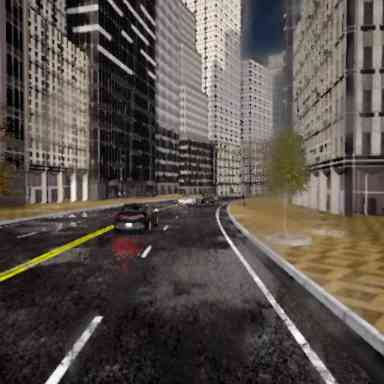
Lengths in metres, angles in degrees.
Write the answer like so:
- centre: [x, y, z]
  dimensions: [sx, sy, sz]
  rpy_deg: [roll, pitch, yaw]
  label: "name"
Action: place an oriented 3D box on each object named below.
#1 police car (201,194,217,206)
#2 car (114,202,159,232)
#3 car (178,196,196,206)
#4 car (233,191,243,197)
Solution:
- centre: [2.364, 1.138, 46.241]
  dimensions: [1.930, 1.638, 5.238]
  rpy_deg: [0, 0, 8]
  label: "police car"
- centre: [-3.042, 1.356, 18.764]
  dimensions: [1.837, 1.490, 4.892]
  rpy_deg: [0, 0, 2]
  label: "car"
- centre: [-0.631, 1.257, 47.160]
  dimensions: [1.895, 1.301, 4.718]
  rpy_deg: [0, 0, 9]
  label: "car"
- centre: [12.147, 0.558, 86.831]
  dimensions: [1.801, 1.575, 5.366]
  rpy_deg: [0, 0, 19]
  label: "car"
